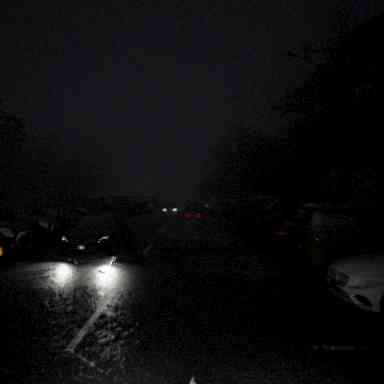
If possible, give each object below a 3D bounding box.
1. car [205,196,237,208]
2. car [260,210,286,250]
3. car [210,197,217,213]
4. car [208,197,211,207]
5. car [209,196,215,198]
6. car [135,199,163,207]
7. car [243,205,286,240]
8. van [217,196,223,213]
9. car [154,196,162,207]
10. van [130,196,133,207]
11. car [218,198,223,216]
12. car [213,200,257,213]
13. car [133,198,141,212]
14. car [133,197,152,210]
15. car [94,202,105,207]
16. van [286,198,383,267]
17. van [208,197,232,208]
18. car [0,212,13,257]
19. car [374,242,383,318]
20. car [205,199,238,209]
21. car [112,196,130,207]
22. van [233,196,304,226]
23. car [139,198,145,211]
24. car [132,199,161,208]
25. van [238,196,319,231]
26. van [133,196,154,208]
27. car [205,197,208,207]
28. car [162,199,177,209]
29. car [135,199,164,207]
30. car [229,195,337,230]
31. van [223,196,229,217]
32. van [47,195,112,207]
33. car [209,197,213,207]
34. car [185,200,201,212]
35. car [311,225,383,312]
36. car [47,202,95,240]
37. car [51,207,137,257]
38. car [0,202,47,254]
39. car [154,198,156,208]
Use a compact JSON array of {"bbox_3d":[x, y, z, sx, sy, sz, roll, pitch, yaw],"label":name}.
[{"bbox_3d":[5.076,1.775,58.891,5.566,2.045,2.435,0,-1,0],"label":"car"},{"bbox_3d":[5.040,1.525,11.820,4.674,1.452,2.002,0,0,0],"label":"car"},{"bbox_3d":[4.861,1.606,33.960,5.366,1.575,1.946,0,-1,0],"label":"car"},{"bbox_3d":[5.042,1.793,45.166,5.008,1.535,2.097,0,-1,0],"label":"car"},{"bbox_3d":[5.016,1.711,47.814,4.553,1.767,2.185,0,-1,0],"label":"car"},{"bbox_3d":[-8.025,2.094,61.882,4.892,1.521,2.231,0,-1,0],"label":"car"},{"bbox_3d":[5.037,1.485,14.592,5.008,1.535,2.097,0,0,0],"label":"car"},{"bbox_3d":[4.928,1.337,31.196,4.442,1.987,1.878,0,-1,0],"label":"van"},{"bbox_3d":[-8.060,1.680,53.567,5.566,2.045,2.435,0,-1,0],"label":"car"},{"bbox_3d":[-8.152,1.340,31.360,4.442,1.987,1.878,0,-1,0],"label":"van"},{"bbox_3d":[5.050,1.517,28.423,5.008,1.535,2.097,0,-1,0],"label":"car"},{"bbox_3d":[5.040,1.701,39.501,4.892,1.521,2.231,0,-1,0],"label":"car"},{"bbox_3d":[-8.032,1.651,34.131,4.674,1.452,2.002,0,-1,0],"label":"car"},{"bbox_3d":[-8.028,1.748,42.459,5.008,1.535,2.097,0,-1,0],"label":"car"},{"bbox_3d":[-8.034,1.528,20.272,4.674,1.452,2.002,0,0,0],"label":"car"},{"bbox_3d":[5.158,1.258,9.176,4.442,1.987,1.878,0,0,0],"label":"van"},{"bbox_3d":[5.167,1.865,61.782,4.442,1.987,1.878,0,-1,0],"label":"van"},{"bbox_3d":[-8.224,1.480,9.167,5.366,1.575,1.946,0,0,0],"label":"car"},{"bbox_3d":[5.035,1.481,3.511,5.008,1.535,2.097,0,0,0],"label":"car"},{"bbox_3d":[4.863,1.972,56.118,5.366,1.575,1.946,0,-1,0],"label":"car"},{"bbox_3d":[-8.007,1.238,25.824,5.566,2.045,2.435,0,0,0],"label":"car"},{"bbox_3d":[5.160,1.263,22.902,4.442,1.987,1.878,0,0,0],"label":"van"},{"bbox_3d":[-8.064,1.687,36.909,4.792,1.488,2.163,0,-1,0],"label":"car"},{"bbox_3d":[-8.025,2.032,59.110,5.008,1.535,2.097,0,-1,0],"label":"car"},{"bbox_3d":[5.160,1.262,20.257,4.442,1.987,1.878,0,0,0],"label":"van"},{"bbox_3d":[-7.916,1.568,45.239,4.442,1.987,1.878,0,-1,0],"label":"van"},{"bbox_3d":[5.041,1.929,53.351,4.892,1.521,2.231,0,-1,0],"label":"car"},{"bbox_3d":[-3.560,1.943,54.434,1.882,1.535,5.008,0,-1,0],"label":"car"},{"bbox_3d":[-8.216,2.160,64.650,5.366,1.575,1.946,0,-1,0],"label":"car"},{"bbox_3d":[5.014,1.235,17.486,5.566,2.045,2.435,0,0,0],"label":"car"},{"bbox_3d":[4.927,1.264,25.805,4.442,1.987,1.878,0,0,0],"label":"van"},{"bbox_3d":[-8.153,1.263,23.048,4.442,1.987,1.878,0,0,0],"label":"van"},{"bbox_3d":[5.041,1.745,42.271,5.008,1.535,2.097,0,-1,0],"label":"car"},{"bbox_3d":[0.106,1.756,42.119,2.128,1.511,4.902,0,-1,0],"label":"car"},{"bbox_3d":[5.044,1.523,6.405,4.674,1.452,2.002,0,0,0],"label":"car"},{"bbox_3d":[-8.043,1.486,17.496,5.008,1.535,2.097,0,0,0],"label":"car"},{"bbox_3d":[-3.610,1.532,13.199,1.812,1.442,4.674,0,0,0],"label":"car"},{"bbox_3d":[-8.069,1.359,11.943,4.553,1.767,2.185,0,0,0],"label":"car"},{"bbox_3d":[-8.030,1.880,48.011,4.674,1.452,2.002,0,-1,0],"label":"car"}]
